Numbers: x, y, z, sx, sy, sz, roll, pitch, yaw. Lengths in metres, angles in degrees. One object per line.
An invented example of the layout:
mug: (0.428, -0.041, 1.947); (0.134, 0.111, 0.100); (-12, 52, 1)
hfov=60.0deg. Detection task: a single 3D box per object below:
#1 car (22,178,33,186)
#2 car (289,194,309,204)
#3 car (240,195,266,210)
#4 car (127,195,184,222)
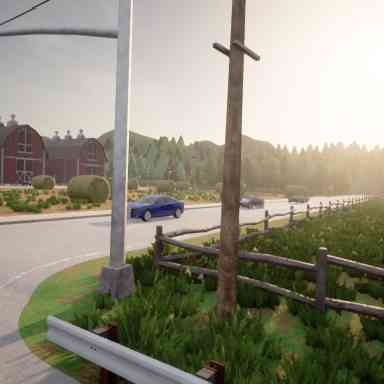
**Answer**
car: (-39.004, -2.370, 79.384); (1.905, 1.878, 3.866); (8, 2, -13)
car: (15.581, 1.018, 48.451); (1.994, 1.385, 4.181); (3, 2, 33)
car: (5.759, 0.979, 33.697); (2.033, 1.411, 5.357); (3, 2, 33)
car: (-2.442, 0.935, 21.235); (1.882, 1.535, 5.008); (3, 2, 33)
